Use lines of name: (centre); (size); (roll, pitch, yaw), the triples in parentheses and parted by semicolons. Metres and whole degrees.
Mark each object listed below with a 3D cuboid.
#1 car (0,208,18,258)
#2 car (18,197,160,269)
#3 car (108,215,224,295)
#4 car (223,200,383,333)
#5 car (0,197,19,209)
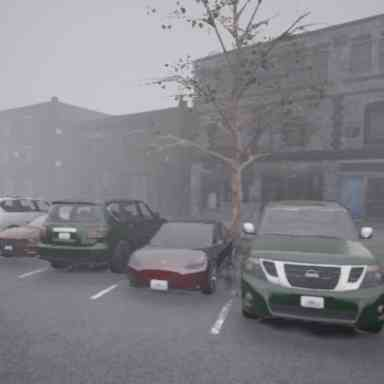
car: (-4.917, 1.475, 12.588); (2.097, 1.535, 5.008); (1, -1, 15)
car: (-2.467, 1.226, 10.874); (2.435, 2.045, 5.566); (0, -1, 15)
car: (-0.028, 1.508, 9.071); (2.163, 1.488, 4.792); (1, -1, 15)
car: (2.427, 1.230, 7.332); (2.435, 2.045, 5.566); (1, -1, 15)
car: (-7.363, 1.222, 14.358); (2.435, 2.045, 5.566); (0, -1, 15)
